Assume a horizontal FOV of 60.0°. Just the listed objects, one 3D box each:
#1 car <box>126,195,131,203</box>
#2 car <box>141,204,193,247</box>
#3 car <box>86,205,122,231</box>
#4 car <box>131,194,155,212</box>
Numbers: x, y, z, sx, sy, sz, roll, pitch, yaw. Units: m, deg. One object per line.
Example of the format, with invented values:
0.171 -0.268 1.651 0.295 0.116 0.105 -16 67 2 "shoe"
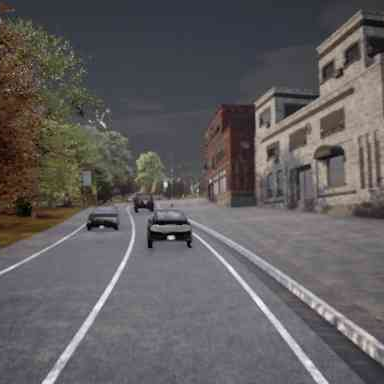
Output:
-11.004 1.350 62.462 2.128 1.511 4.902 -1 0 4 "car"
-1.111 1.533 15.142 2.128 1.511 4.902 1 0 -7 "car"
-5.446 1.548 21.011 2.033 1.411 5.357 1 0 -10 "car"
-5.515 1.208 38.242 2.150 2.045 5.566 1 0 -12 "car"
